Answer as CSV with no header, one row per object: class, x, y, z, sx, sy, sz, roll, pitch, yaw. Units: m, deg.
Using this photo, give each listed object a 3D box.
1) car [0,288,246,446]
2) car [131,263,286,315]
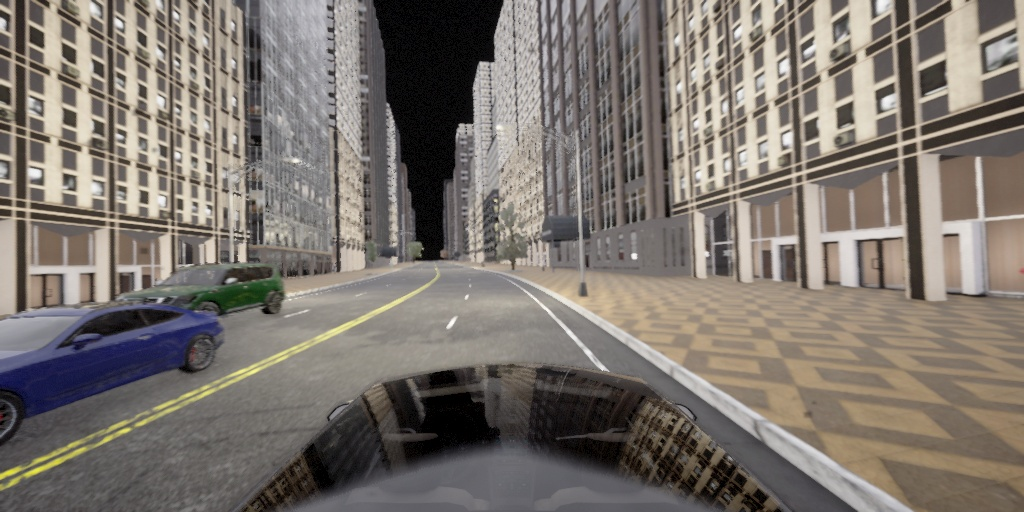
car,-6.715,1.492,5.443,1.812,1.442,4.674,-2,0,-1
car,-10.219,1.307,12.382,2.150,2.045,5.566,-2,0,-3
